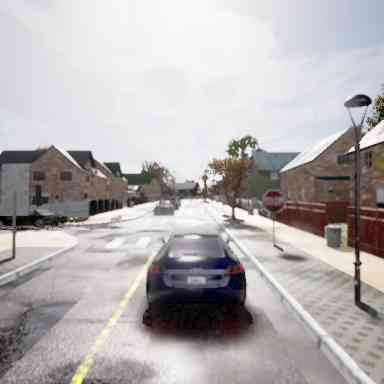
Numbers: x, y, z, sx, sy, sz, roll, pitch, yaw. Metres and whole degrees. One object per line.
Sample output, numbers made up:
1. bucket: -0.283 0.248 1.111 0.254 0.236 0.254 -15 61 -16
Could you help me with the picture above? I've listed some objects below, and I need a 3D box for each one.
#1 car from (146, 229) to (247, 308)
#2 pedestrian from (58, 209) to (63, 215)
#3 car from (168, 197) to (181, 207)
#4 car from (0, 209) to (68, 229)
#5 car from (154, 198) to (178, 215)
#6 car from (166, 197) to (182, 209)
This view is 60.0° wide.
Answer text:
1. car: 0.095 1.569 8.020 1.994 1.385 4.181 0 0 0
2. pedestrian: -9.910 1.839 25.070 0.500 1.100 0.500 0 -2 5
3. car: -2.804 1.644 54.946 1.837 1.490 4.892 0 0 1
4. car: -10.959 1.811 22.319 4.718 1.301 1.895 -1 -3 8
5. car: -2.846 1.624 34.683 1.994 1.385 4.181 0 0 0
6. car: -2.836 1.446 44.656 2.097 1.767 4.553 0 0 0
